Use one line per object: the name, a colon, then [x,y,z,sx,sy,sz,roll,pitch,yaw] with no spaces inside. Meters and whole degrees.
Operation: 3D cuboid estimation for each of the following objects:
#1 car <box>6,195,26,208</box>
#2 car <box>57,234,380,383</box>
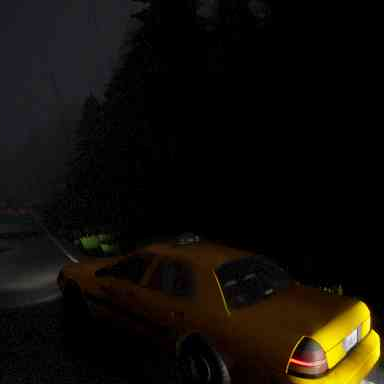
car: [-21.148,1.054,40.051,2.128,1.511,4.902,-2,2,-26]
car: [-0.256,1.417,5.081,5.366,1.575,1.801,1,1,44]
